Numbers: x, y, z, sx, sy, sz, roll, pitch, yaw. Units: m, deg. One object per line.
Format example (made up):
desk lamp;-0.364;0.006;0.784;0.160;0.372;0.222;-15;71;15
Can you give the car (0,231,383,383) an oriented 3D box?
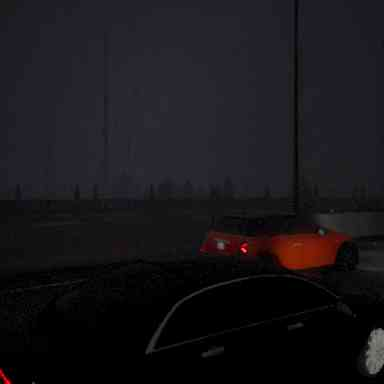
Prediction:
car;0.458;1.496;3.860;4.892;1.490;1.837;0;0;-34

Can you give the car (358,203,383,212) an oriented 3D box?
car;13.261;1.568;26.155;4.718;1.301;1.895;0;0;-20

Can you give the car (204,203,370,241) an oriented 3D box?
car;2.522;1.335;9.233;4.553;1.767;2.097;0;0;-31
